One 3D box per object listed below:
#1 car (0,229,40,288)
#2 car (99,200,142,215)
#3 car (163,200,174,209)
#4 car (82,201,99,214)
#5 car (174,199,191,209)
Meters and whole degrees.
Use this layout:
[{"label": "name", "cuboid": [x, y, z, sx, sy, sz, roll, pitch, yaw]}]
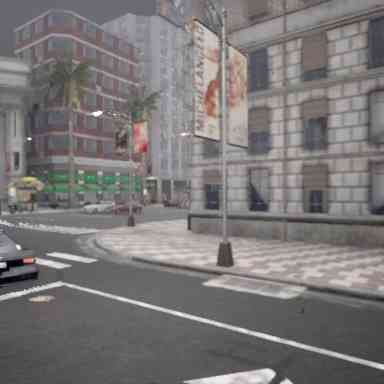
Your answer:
[{"label": "car", "cuboid": [-5.870, 1.610, 8.701, 5.357, 1.411, 2.033, 0, 0, 43]}, {"label": "car", "cuboid": [-7.549, 1.704, 36.918, 1.812, 1.442, 4.674, 0, 0, 37]}, {"label": "car", "cuboid": [-2.172, 1.800, 49.932, 1.895, 1.301, 4.718, 0, 0, 39]}, {"label": "car", "cuboid": [-10.558, 1.727, 38.732, 1.812, 1.442, 4.674, 0, 0, 37]}, {"label": "car", "cuboid": [0.003, 1.703, 46.983, 1.812, 1.442, 4.674, -1, 0, 39]}]
